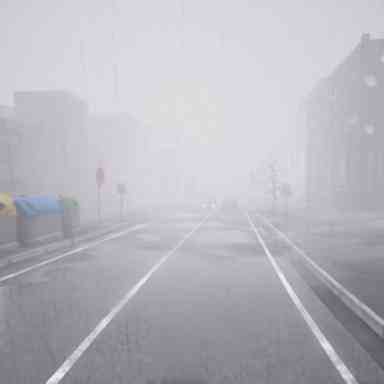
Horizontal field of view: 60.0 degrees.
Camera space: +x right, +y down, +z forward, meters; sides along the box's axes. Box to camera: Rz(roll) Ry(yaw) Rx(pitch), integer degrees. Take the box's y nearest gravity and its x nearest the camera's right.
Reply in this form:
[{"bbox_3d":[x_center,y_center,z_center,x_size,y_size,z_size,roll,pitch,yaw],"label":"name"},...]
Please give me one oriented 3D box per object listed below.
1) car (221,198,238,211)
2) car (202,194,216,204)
[{"bbox_3d":[4.367,1.411,38.632,1.812,1.442,4.674,1,0,7],"label":"car"},{"bbox_3d":[2.935,1.152,56.307,2.097,1.767,4.553,1,0,7],"label":"car"}]
